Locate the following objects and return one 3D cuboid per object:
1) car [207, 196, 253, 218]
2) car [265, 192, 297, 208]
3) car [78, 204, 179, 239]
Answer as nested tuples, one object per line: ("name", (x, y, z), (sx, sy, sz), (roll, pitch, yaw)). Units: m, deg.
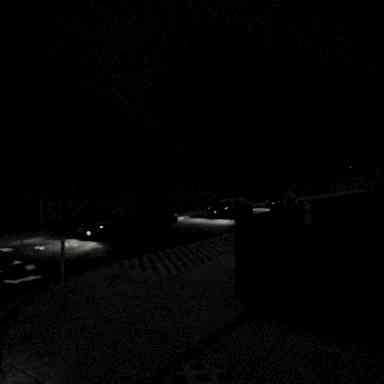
("car", (2.920, 1.033, 24.534), (1.812, 1.442, 4.674), (0, 1, 36))
("car", (8.911, 0.741, 32.939), (1.837, 1.490, 4.892), (0, 1, 36))
("car", (-2.883, 1.310, 16.375), (2.033, 1.411, 5.357), (0, 1, 36))
